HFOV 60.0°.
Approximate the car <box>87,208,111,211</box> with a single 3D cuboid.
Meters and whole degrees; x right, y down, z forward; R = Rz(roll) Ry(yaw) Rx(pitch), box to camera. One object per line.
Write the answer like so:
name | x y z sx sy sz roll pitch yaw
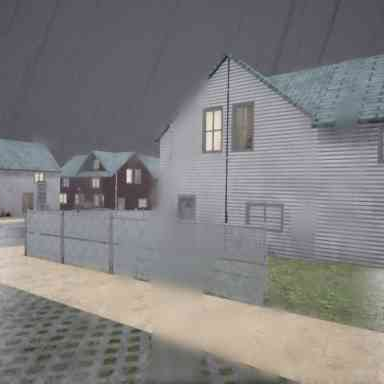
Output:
car | -7.701 1.959 26.382 1.895 1.301 4.718 2 0 37
